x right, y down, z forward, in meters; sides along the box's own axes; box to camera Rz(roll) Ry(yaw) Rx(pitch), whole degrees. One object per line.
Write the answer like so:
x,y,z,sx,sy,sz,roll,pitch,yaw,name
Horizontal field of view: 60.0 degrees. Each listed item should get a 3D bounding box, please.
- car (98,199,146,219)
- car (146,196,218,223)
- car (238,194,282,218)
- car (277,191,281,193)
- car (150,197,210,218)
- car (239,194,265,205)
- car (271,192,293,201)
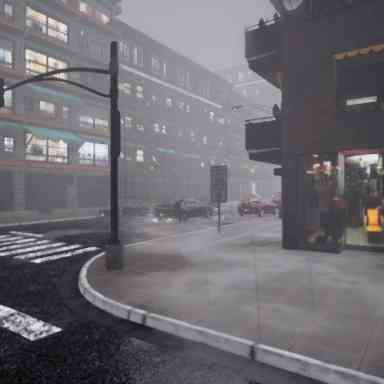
-5.177,1.257,25.684,1.947,1.339,4.313,1,1,35,car
-0.453,1.162,22.306,2.128,1.511,4.902,0,1,35,car
5.077,1.114,25.328,1.887,1.381,4.507,1,1,35,car
12.633,0.600,46.121,2.097,1.767,4.553,0,1,36,car
-0.858,1.170,27.110,2.033,1.411,5.357,0,1,35,car
7.983,0.910,44.111,1.802,1.307,4.206,1,1,35,car
14.510,0.713,53.361,1.947,1.339,4.313,1,1,35,car
